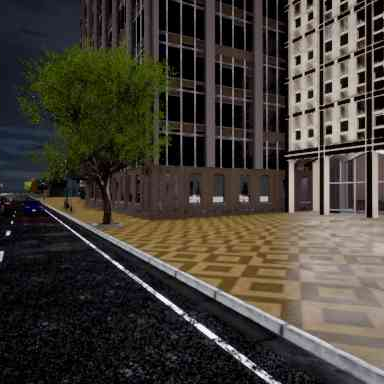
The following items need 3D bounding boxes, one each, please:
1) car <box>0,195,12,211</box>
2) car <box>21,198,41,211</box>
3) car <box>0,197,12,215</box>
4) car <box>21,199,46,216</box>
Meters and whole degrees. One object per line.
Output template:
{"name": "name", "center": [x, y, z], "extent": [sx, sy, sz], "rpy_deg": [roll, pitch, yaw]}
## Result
{"name": "car", "center": [-23.929, 1.350, 41.923], "extent": [2.097, 1.767, 4.553], "rpy_deg": [0, 0, -27]}
{"name": "car", "center": [-20.103, 1.545, 41.481], "extent": [2.033, 1.411, 5.357], "rpy_deg": [0, 0, -27]}
{"name": "car", "center": [-19.311, 1.491, 32.942], "extent": [2.128, 1.511, 4.902], "rpy_deg": [0, 0, -27]}
{"name": "car", "center": [-15.572, 1.525, 32.659], "extent": [1.812, 1.442, 4.674], "rpy_deg": [0, 0, -27]}
